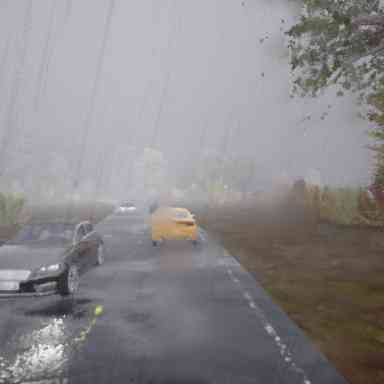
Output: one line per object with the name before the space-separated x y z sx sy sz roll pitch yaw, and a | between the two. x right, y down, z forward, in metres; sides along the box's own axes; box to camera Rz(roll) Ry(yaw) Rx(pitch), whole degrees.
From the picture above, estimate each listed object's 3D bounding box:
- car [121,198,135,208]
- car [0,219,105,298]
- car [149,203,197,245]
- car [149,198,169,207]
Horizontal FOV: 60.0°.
car | -9.771 1.636 50.534 1.994 1.385 4.181 0 0 -13
car | -3.572 1.495 8.676 2.128 1.511 4.902 0 0 -4
car | -0.890 1.485 15.804 1.882 1.535 5.008 0 0 -5
car | -3.595 1.391 36.293 2.097 1.767 4.553 0 0 -10
